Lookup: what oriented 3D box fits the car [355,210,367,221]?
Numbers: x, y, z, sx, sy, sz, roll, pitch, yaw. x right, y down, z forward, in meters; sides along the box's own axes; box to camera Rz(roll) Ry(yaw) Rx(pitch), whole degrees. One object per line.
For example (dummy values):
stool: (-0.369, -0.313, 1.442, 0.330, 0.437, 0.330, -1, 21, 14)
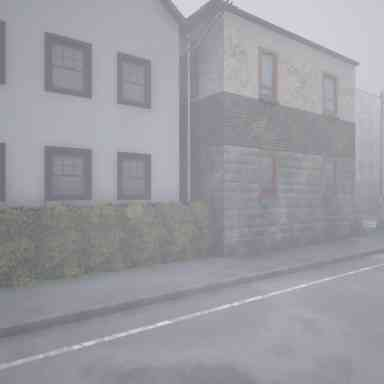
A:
car: (11.352, 1.667, 26.606, 2.128, 1.511, 4.902, 0, 0, -36)
